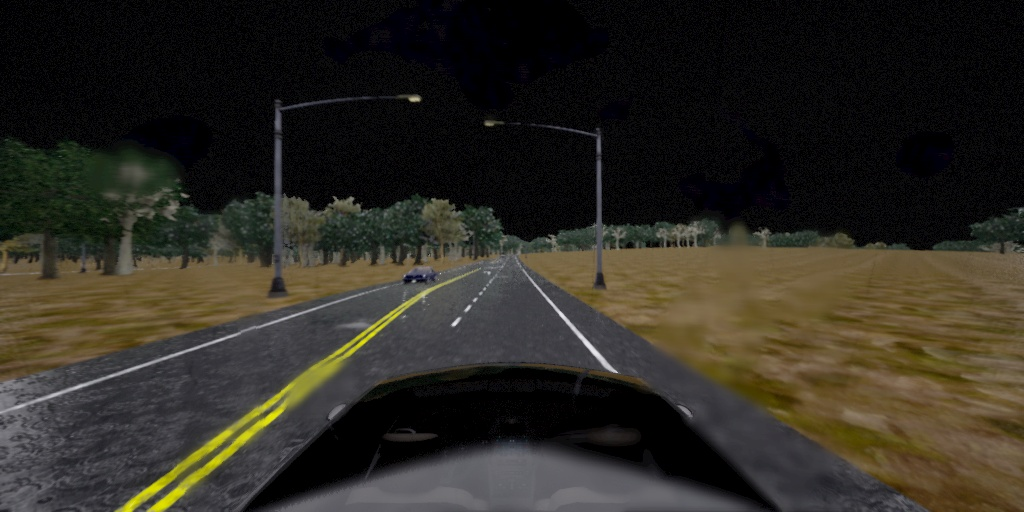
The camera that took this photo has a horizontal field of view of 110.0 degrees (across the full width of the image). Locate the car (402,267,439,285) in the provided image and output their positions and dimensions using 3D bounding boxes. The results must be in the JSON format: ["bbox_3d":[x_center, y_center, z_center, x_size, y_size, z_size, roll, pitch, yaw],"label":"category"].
[{"bbox_3d":[-7.084,1.519,28.036,1.895,1.301,4.718,0,0,-1],"label":"car"}]
